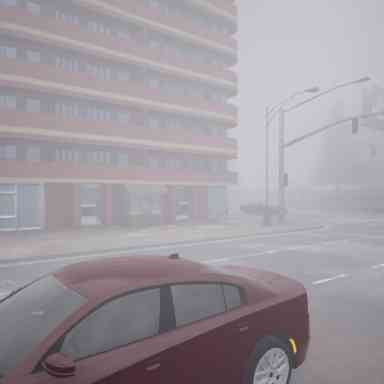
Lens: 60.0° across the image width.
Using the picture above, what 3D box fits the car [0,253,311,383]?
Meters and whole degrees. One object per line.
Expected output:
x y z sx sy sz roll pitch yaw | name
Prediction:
-0.881 1.478 3.363 5.008 1.535 1.882 0 0 -36 | car

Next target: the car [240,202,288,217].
6.884 1.601 32.055 1.895 1.301 4.718 0 0 -36 | car

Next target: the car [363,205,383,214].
19.507 1.601 32.604 1.895 1.301 4.718 0 0 -43 | car
